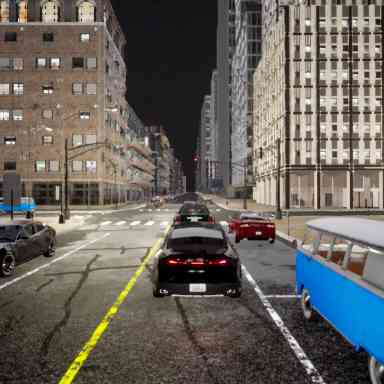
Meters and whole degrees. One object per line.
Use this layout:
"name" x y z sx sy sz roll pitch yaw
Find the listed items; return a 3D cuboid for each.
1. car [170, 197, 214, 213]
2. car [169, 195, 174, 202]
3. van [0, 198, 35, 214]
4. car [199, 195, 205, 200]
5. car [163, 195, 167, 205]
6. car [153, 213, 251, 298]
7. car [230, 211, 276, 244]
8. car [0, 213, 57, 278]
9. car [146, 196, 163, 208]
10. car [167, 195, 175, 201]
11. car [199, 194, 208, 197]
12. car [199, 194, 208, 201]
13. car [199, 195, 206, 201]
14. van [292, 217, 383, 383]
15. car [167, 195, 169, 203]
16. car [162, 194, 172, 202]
"car" 0.085 1.352 17.608 2.097 1.767 4.553 0 0 -1
"car" -5.620 1.519 70.843 2.008 1.369 4.403 1 0 0
"van" -19.705 1.525 37.119 3.998 1.788 1.690 0 0 1
"car" 2.779 1.524 93.441 1.802 1.307 4.206 1 0 0
"car" -5.633 1.426 53.890 1.967 1.590 4.097 1 0 0
"car" 0.108 1.506 8.515 1.837 1.490 4.892 0 0 0
"car" 2.712 1.545 15.786 1.887 1.381 4.507 1 0 0
"car" -5.673 1.567 10.222 1.947 1.339 4.313 1 0 0
"car" -5.640 1.573 48.237 1.802 1.307 4.206 1 0 0
"car" -5.605 1.475 87.629 1.752 1.417 4.829 1 0 0
"car" 2.751 1.531 59.532 2.008 1.369 4.403 1 0 0
"car" 2.772 1.396 82.139 1.967 1.590 4.097 1 0 0
"car" 2.776 1.474 87.960 1.752 1.417 4.829 1 0 0
"van" 2.705 1.342 4.632 1.690 1.788 3.998 1 0 0
"car" -5.630 1.562 59.541 1.802 1.307 4.206 1 0 0
"car" -5.613 1.402 76.495 1.967 1.590 4.097 1 0 0
